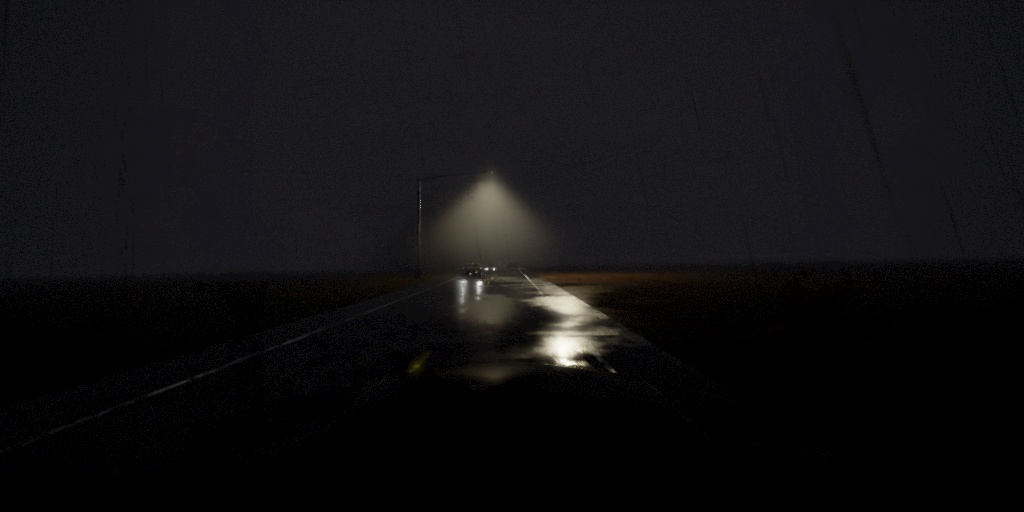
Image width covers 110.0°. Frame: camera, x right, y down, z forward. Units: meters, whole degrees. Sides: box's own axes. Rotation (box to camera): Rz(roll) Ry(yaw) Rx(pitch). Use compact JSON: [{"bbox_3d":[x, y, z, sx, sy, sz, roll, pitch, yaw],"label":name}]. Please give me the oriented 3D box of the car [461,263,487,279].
[{"bbox_3d":[-3.800,1.434,35.157,1.837,1.490,4.892,0,-1,-1],"label":"car"}]
